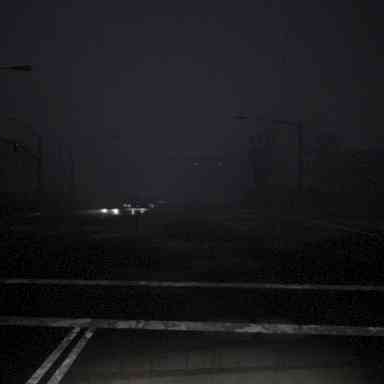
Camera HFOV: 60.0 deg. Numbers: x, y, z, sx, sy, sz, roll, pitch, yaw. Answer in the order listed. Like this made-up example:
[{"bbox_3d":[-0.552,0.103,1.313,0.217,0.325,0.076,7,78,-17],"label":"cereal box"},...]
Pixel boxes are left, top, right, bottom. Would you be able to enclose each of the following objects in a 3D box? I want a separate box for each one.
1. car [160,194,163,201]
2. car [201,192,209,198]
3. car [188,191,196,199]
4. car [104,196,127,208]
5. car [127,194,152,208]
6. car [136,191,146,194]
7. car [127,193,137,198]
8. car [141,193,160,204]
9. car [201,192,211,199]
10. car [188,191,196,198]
[{"bbox_3d":[-7.082,1.023,69.133,1.882,1.535,5.008,0,1,0],"label":"car"},{"bbox_3d":[3.396,0.694,87.792,1.812,1.442,4.674,0,1,0],"label":"car"},{"bbox_3d":[-0.091,0.923,77.260,2.033,1.411,5.357,0,1,0],"label":"car"},{"bbox_3d":[-10.655,1.485,45.718,1.895,1.301,4.718,0,1,0],"label":"car"},{"bbox_3d":[-7.184,1.426,45.913,2.033,1.411,5.357,0,1,-2],"label":"car"},{"bbox_3d":[-10.582,0.781,68.382,2.150,2.045,5.566,0,1,0],"label":"car"},{"bbox_3d":[-10.649,1.331,55.609,1.994,1.385,4.181,0,1,0],"label":"car"},{"bbox_3d":[-7.149,1.298,56.884,2.033,1.411,5.357,0,1,0],"label":"car"},{"bbox_3d":[3.408,0.970,77.661,1.895,1.301,4.718,0,1,0],"label":"car"},{"bbox_3d":[-0.104,0.526,87.754,2.097,1.767,4.553,0,1,0],"label":"car"}]
